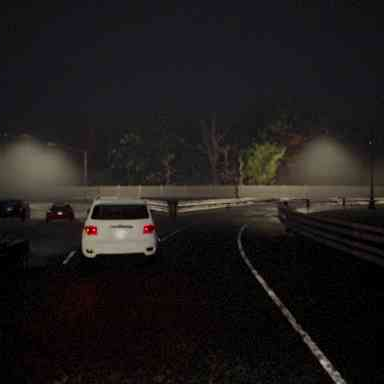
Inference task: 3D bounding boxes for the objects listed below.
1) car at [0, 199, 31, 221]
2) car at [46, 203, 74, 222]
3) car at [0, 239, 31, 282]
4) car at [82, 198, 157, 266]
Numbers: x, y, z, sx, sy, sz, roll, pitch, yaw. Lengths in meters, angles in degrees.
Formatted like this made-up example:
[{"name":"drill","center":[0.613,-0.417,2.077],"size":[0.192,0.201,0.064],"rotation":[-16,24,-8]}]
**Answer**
[{"name":"car","center":[-14.149,1.306,26.414],"size":[2.097,1.767,4.553],"rotation":[0,0,-20]},{"name":"car","center":[-10.323,1.516,26.203],"size":[1.994,1.385,4.181],"rotation":[0,0,-20]},{"name":"car","center":[-5.234,1.588,7.443],"size":[1.895,1.301,4.718],"rotation":[0,0,-10]},{"name":"car","center":[-2.497,1.199,11.684],"size":[2.150,2.045,5.566],"rotation":[0,0,-12]}]
